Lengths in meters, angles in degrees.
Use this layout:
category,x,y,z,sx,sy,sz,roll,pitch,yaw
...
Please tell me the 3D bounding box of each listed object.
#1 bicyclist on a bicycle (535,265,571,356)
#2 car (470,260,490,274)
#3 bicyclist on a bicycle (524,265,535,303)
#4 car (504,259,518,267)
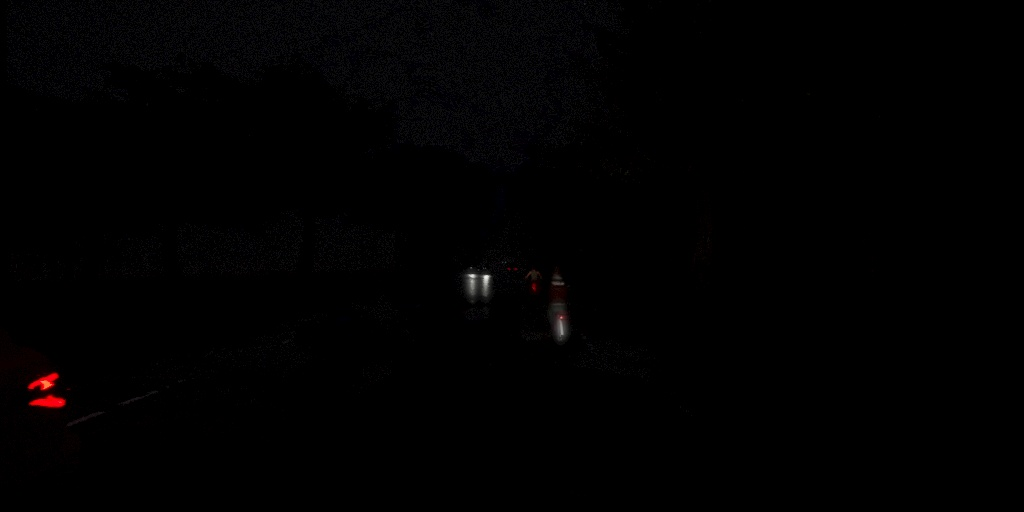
category,x,y,z,sx,sy,sz,roll,pitch,yaw
bicyclist on a bicycle,0.959,1.118,7.772,0.659,1.776,1.843,0,0,0
car,-3.628,1.275,41.114,1.837,1.490,4.892,0,0,0
bicyclist on a bicycle,0.953,1.185,15.555,0.866,1.612,1.509,0,0,0
car,0.054,1.422,65.110,1.895,1.301,4.718,0,0,0
